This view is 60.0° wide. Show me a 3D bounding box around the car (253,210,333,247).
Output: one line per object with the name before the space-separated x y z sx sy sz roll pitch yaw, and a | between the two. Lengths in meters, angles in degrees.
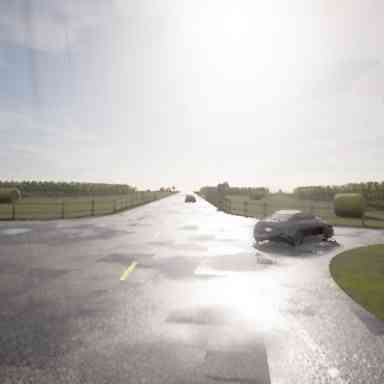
car | 4.572 1.519 14.782 4.181 1.385 1.994 1 -1 -43

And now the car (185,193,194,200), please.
car | -0.530 1.067 78.410 2.128 1.511 4.902 0 0 -1

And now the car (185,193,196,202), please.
car | -0.288 1.210 63.210 1.994 1.385 4.181 0 0 -1
